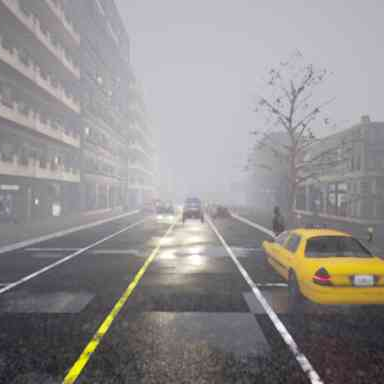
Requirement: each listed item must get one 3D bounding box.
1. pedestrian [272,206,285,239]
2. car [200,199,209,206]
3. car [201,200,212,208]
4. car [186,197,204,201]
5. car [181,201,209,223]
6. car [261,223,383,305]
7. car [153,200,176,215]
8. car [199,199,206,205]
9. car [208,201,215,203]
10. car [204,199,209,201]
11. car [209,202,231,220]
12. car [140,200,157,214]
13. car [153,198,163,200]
[{"bbox_3d":[2.971,1.416,11.377,0.375,1.860,0.375,0,0,0],"label":"pedestrian"},{"bbox_3d":[2.788,2.431,76.934,1.887,1.381,4.507,0,-1,0],"label":"car"},{"bbox_3d":[2.773,2.296,65.543,2.008,1.369,4.403,0,-1,0],"label":"car"},{"bbox_3d":[0.100,1.706,43.749,2.150,2.045,5.566,0,-1,0],"label":"car"},{"bbox_3d":[0.103,1.809,29.109,2.128,1.511,4.902,0,-1,1],"label":"car"},{"bbox_3d":[3.011,1.546,8.386,1.801,1.575,5.366,0,-1,0],"label":"car"},{"bbox_3d":[-3.039,1.993,38.968,1.994,1.385,4.181,0,-1,0],"label":"car"},{"bbox_3d":[2.803,2.577,88.327,1.887,1.381,4.507,0,-1,0],"label":"car"},{"bbox_3d":[2.736,1.973,37.062,1.947,1.339,4.313,0,-1,0],"label":"car"},{"bbox_3d":[2.749,1.980,48.455,1.967,1.590,4.097,0,-1,0],"label":"car"},{"bbox_3d":[2.728,1.924,31.365,1.802,1.307,4.206,0,-1,0],"label":"car"},{"bbox_3d":[-5.638,2.055,42.772,1.802,1.307,4.206,0,-1,0],"label":"car"},{"bbox_3d":[-5.624,1.923,54.168,2.192,1.841,5.009,0,-1,0],"label":"car"}]
